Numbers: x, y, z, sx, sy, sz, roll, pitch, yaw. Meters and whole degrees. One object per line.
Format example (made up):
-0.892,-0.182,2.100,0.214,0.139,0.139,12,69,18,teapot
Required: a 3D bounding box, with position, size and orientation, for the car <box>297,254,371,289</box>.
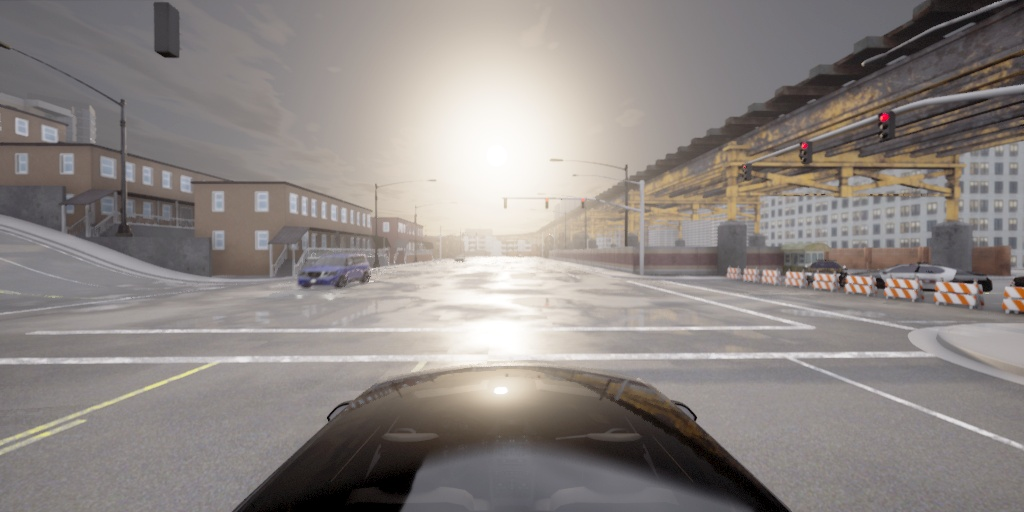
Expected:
-10.489,0.908,21.675,2.150,2.045,5.566,0,1,0,car
